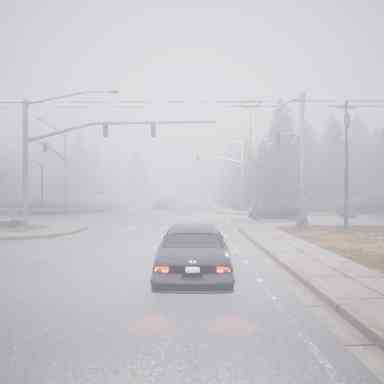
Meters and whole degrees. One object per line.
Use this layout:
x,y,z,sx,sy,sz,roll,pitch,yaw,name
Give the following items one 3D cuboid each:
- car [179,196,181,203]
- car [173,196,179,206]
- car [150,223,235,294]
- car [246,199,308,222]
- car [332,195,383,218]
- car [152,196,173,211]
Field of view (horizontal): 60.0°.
-3.414,1.519,71.939,2.128,1.511,4.902,0,0,1,car
-3.687,1.504,56.001,1.837,1.490,4.892,0,0,0,car
0.031,1.545,8.940,2.033,1.411,5.357,0,0,0,car
6.593,1.377,26.021,4.553,1.767,2.097,0,0,5,car
15.536,1.248,29.592,5.566,2.045,2.150,0,0,1,car
-3.683,1.525,40.274,1.812,1.442,4.674,0,0,0,car
